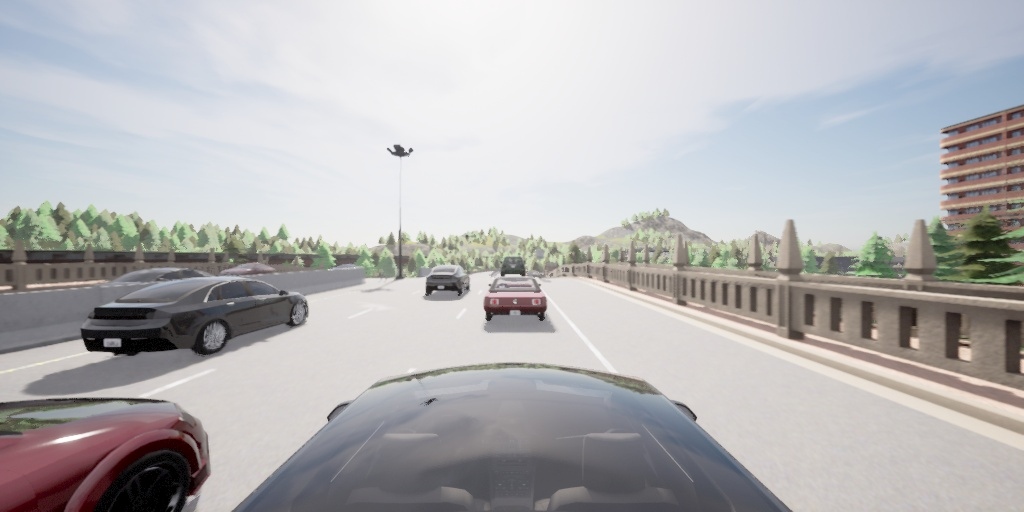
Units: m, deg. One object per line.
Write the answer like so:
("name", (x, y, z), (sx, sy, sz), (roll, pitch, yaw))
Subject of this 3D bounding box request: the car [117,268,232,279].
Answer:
("car", (-14.077, 1.256, 14.240), (1.837, 1.490, 4.892), (0, -1, 0))

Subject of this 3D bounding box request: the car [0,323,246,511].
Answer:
("car", (-3.395, 1.314, 1.112), (1.994, 1.385, 4.181), (0, 0, 0))

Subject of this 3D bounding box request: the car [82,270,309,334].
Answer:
("car", (-6.901, 1.255, 8.616), (1.837, 1.490, 4.892), (0, 0, 0))

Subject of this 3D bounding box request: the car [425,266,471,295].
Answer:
("car", (-3.405, 1.254, 19.585), (1.837, 1.490, 4.892), (0, 0, 0))

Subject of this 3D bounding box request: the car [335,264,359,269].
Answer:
("car", (-17.509, 1.612, 38.197), (1.882, 1.535, 5.008), (0, -3, 0))

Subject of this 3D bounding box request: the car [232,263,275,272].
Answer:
("car", (-21.026, 1.309, 28.827), (1.812, 1.442, 4.674), (0, -1, 0))

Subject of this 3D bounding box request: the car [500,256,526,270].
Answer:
("car", (0.093, 1.097, 32.801), (2.150, 2.045, 5.566), (0, -2, 0))

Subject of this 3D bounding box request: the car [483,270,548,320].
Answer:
("car", (0.097, 1.350, 12.546), (1.895, 1.301, 4.718), (0, 0, 0))
